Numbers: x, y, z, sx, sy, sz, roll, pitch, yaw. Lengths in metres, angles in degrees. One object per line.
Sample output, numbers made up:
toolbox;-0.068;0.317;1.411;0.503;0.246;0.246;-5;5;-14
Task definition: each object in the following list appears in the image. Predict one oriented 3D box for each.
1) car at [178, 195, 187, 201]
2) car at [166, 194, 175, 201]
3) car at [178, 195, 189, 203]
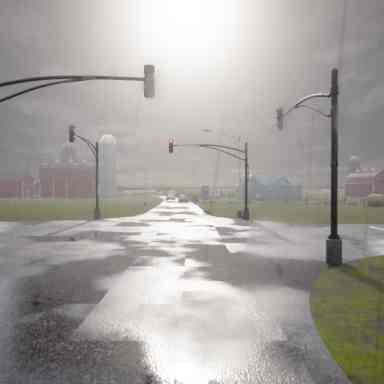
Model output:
car;-2.361;1.463;79.914;1.837;1.490;4.892;0;0;-4
car;-4.735;1.182;73.929;1.812;1.442;4.674;0;0;-3
car;-1.747;1.623;69.930;1.895;1.301;4.718;0;0;-3
